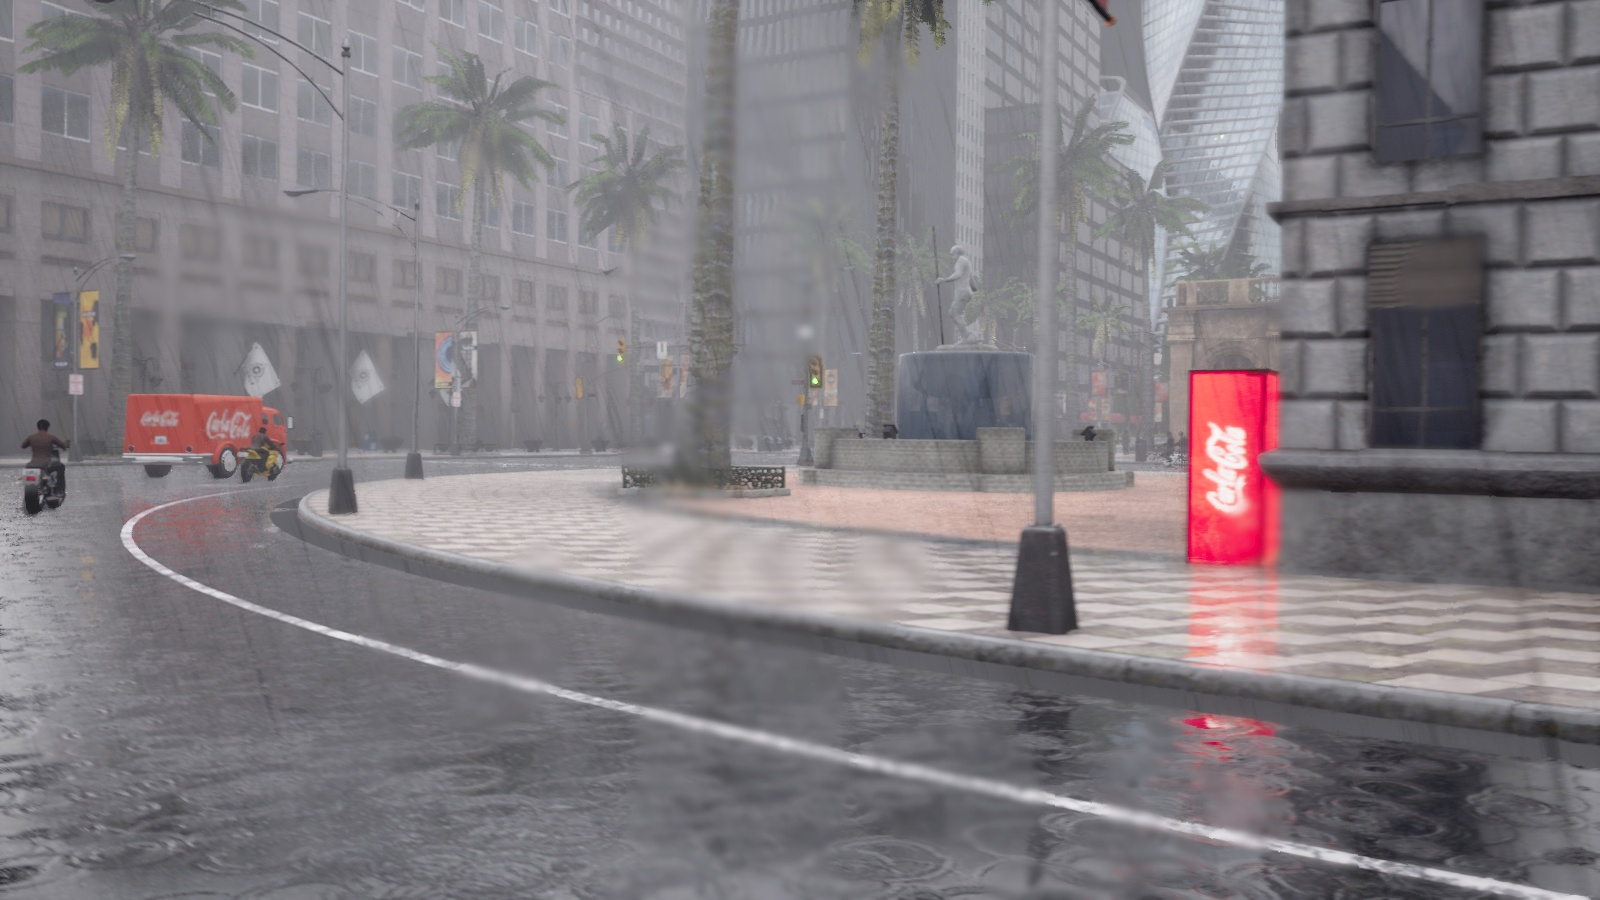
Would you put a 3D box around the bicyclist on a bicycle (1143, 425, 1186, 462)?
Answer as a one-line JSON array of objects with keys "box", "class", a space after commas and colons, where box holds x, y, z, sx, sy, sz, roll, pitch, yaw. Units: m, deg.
[{"box": [17.271, -0.314, 59.565, 1.843, 1.776, 0.659, 0, 1, 30], "class": "bicyclist on a bicycle"}]

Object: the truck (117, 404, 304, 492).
[{"box": [-17.738, -0.096, 38.176, 2.627, 2.467, 5.204, -1, 1, 9], "class": "truck"}]

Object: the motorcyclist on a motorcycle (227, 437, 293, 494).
[{"box": [-14.763, 0.397, 34.377, 0.797, 1.523, 2.044, 0, 1, 4], "class": "motorcyclist on a motorcycle"}]

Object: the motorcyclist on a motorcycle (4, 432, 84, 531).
[{"box": [-13.204, 0.511, 21.997, 0.766, 1.649, 2.350, 0, 0, -20], "class": "motorcyclist on a motorcycle"}]
